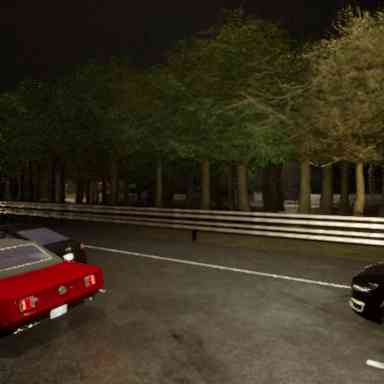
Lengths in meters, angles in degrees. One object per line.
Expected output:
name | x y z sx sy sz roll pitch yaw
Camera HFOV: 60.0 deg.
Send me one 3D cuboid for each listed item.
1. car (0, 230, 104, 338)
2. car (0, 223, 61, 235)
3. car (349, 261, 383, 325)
car | -4.051 1.565 6.178 4.718 1.301 1.895 0 2 27
car | -4.911 1.527 8.712 4.181 1.385 1.994 1 0 18
car | 4.944 1.490 4.760 4.892 1.490 1.837 0 0 35
